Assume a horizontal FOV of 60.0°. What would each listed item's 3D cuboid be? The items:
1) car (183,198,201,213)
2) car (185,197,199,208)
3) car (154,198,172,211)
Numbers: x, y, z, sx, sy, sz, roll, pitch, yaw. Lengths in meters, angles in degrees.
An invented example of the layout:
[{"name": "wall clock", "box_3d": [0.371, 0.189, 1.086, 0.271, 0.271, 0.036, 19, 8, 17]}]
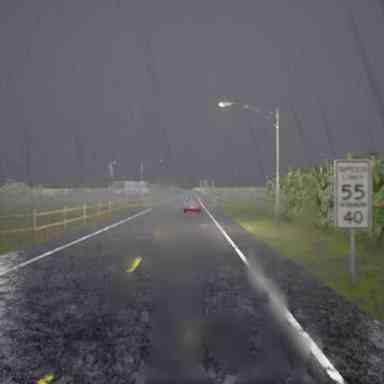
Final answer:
[{"name": "car", "box_3d": [0.015, 1.529, 36.673, 1.994, 1.385, 4.181, 0, 0, 0]}, {"name": "car", "box_3d": [0.029, 1.506, 47.783, 1.994, 1.385, 4.181, 0, 0, 0]}, {"name": "car", "box_3d": [-3.488, 1.462, 40.661, 1.837, 1.490, 4.892, 0, 0, 0]}]
